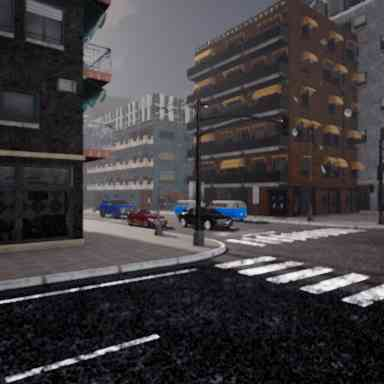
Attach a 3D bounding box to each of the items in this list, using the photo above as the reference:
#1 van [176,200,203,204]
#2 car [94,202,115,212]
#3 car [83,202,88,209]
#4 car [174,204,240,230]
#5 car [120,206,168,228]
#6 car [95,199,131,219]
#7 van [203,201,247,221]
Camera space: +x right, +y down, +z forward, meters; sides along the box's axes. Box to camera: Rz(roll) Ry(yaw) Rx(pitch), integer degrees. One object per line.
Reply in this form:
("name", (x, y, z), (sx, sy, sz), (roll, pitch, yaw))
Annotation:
("van", (-0.257, 1.785, 34.655), (1.690, 1.788, 3.998), (-1, 0, -37))
("car", (-13.862, 2.326, 52.455), (1.802, 1.307, 4.206), (-1, 0, -37))
("car", (-20.771, 2.423, 61.490), (1.752, 1.417, 4.829), (-1, 0, -37))
("car", (0.887, 1.815, 23.659), (1.837, 1.490, 4.892), (0, -1, -36))
("car", (-3.499, 1.941, 25.157), (1.802, 1.307, 4.206), (-1, 0, -37))
("car", (-7.925, 1.723, 35.174), (2.150, 2.045, 5.566), (0, 0, -37))
("van", (3.145, 1.710, 30.205), (1.690, 1.788, 3.998), (-1, 0, -37))
